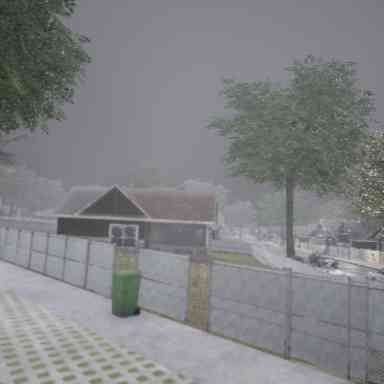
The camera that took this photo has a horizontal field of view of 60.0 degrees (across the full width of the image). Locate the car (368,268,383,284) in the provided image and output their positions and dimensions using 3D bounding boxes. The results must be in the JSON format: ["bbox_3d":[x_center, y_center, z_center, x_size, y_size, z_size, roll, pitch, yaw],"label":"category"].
[{"bbox_3d":[11.243,4.755,17.629,1.895,1.301,4.718,2,-7,6],"label":"car"}]

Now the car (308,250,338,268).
[{"bbox_3d":[12.765,6.517,32.602,2.128,1.511,4.902,2,-7,6],"label":"car"}]
